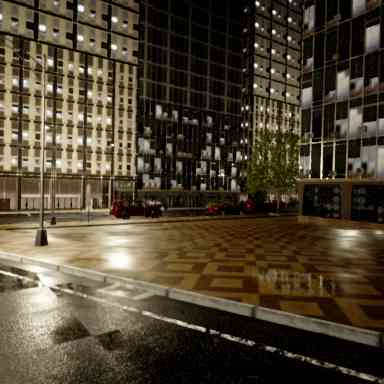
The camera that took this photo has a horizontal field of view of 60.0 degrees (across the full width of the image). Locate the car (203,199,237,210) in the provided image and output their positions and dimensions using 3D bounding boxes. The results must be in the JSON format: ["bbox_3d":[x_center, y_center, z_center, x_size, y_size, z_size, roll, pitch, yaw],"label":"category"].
[{"bbox_3d":[4.088,1.780,47.605,4.829,1.417,1.752,1,1,-35],"label":"car"}]

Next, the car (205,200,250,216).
[{"bbox_3d":[4.019,1.963,37.998,4.507,1.381,1.887,1,1,-35],"label":"car"}]

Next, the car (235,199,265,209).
[{"bbox_3d":[8.898,1.868,50.915,4.313,1.339,1.947,1,1,-35],"label":"car"}]

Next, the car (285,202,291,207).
[{"bbox_3d":[13.569,1.931,54.127,4.206,1.307,1.802,1,1,-35],"label":"car"}]

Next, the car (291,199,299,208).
[{"bbox_3d":[18.241,1.961,57.338,4.313,1.339,1.947,1,1,-35],"label":"car"}]

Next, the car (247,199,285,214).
[{"bbox_3d":[8.695,1.779,41.206,5.009,1.841,2.192,1,1,-35],"label":"car"}]

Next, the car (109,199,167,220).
[{"bbox_3d":[-5.318,1.641,31.570,5.009,1.841,2.192,1,1,-35],"label":"car"}]
